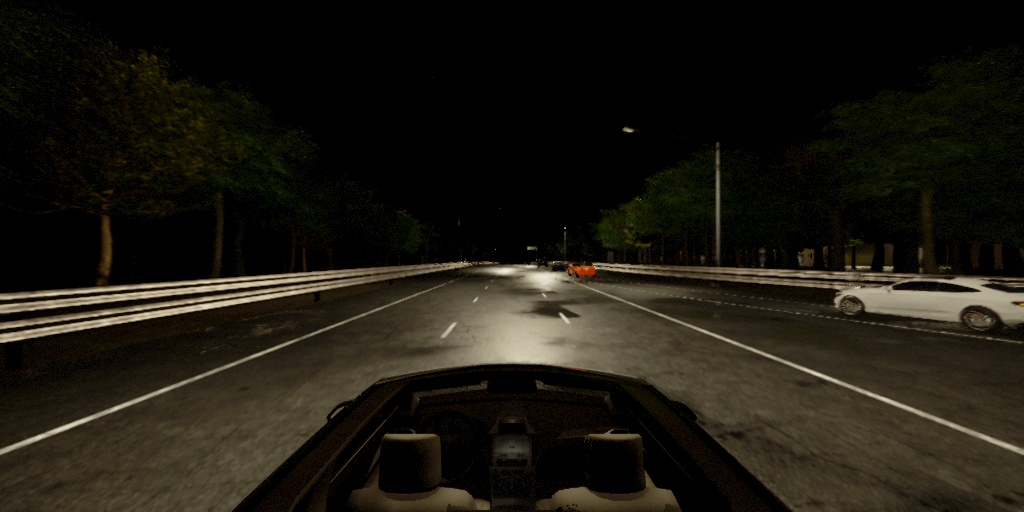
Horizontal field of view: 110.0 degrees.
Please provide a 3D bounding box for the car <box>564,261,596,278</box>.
[{"bbox_3d":[7.372,1.372,38.309,2.097,1.767,4.553,0,0,-4],"label":"car"}]

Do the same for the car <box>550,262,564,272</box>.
[{"bbox_3d":[7.034,1.686,55.471,2.033,1.411,5.357,0,0,0],"label":"car"}]

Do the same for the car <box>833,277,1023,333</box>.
[{"bbox_3d":[13.130,1.376,11.273,1.812,1.442,4.674,0,-1,-20],"label":"car"}]
